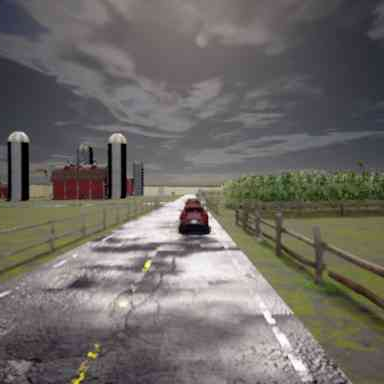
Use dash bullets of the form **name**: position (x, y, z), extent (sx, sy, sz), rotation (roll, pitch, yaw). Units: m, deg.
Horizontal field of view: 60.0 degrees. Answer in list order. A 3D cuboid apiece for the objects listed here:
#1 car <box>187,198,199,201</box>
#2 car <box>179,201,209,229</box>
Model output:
- **car**: position (0.130, 1.470, 39.316), extent (1.882, 1.535, 5.008), rotation (0, 0, 0)
- **car**: position (0.121, 1.518, 21.184), extent (1.812, 1.442, 4.674), rotation (0, 0, 0)
